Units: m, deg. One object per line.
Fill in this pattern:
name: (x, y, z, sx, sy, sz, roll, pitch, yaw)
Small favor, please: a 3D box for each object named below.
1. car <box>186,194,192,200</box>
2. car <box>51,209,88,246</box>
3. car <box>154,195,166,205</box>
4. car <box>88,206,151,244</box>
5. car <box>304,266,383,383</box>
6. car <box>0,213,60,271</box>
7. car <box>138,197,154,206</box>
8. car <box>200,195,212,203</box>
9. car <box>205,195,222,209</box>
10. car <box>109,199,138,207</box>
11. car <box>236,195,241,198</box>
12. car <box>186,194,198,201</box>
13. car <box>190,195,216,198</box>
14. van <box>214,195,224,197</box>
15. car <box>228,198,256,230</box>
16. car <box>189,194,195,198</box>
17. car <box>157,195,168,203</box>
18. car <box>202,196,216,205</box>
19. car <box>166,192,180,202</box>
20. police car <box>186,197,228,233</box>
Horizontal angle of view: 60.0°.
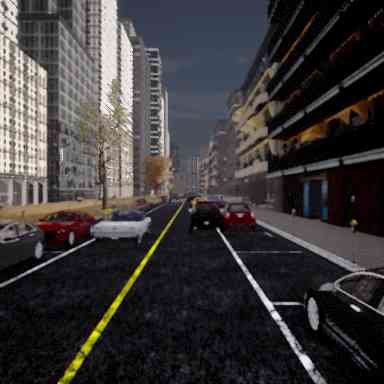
car: (-0.003, 1.260, 53.561, 1.882, 1.535, 5.008, 0, 0, 0)
car: (-5.691, 1.477, 14.914, 1.887, 1.381, 4.507, 0, 0, 0)
car: (-5.695, 1.308, 53.473, 1.752, 1.417, 4.829, 0, 0, 0)
car: (-3.101, 1.530, 15.592, 1.895, 1.301, 4.718, 0, 0, 0)
car: (2.690, 1.533, 3.851, 2.008, 1.369, 4.403, 0, 0, 0)
car: (-5.691, 1.507, 9.382, 2.008, 1.369, 4.403, 0, 0, 0)
car: (-5.693, 1.426, 37.046, 1.802, 1.307, 4.206, 0, 0, 0)
car: (2.684, 1.295, 64.709, 2.008, 1.369, 4.403, 0, 0, 0)
car: (2.686, 1.263, 42.578, 1.967, 1.590, 4.097, 0, 0, 0)
car: (-5.692, 1.412, 25.810, 1.752, 1.417, 4.829, 0, 0, 0)
car: (13.419, 1.025, 84.115, 4.403, 1.369, 2.008, -1, 1, -1)
car: (0.026, 1.135, 70.235, 1.895, 1.301, 4.718, 0, 0, 8)
car: (0.898, 1.329, 29.306, 1.801, 1.575, 5.366, 0, 0, 0)
van: (2.687, 1.185, 37.045, 1.690, 1.788, 3.998, 0, 0, 0)
car: (2.689, 1.349, 20.447, 1.967, 1.590, 4.097, 0, 0, 0)
car: (0.897, 1.330, 35.117, 1.882, 1.535, 5.008, 0, 0, 0)
car: (-5.696, 1.288, 64.709, 1.887, 1.381, 4.507, 0, 0, 0)
car: (2.686, 1.333, 53.643, 2.008, 1.369, 4.403, 0, 0, 0)
car: (-3.004, 0.988, 56.860, 1.837, 1.490, 4.892, 0, 0, 0)
police car: (0.807, 1.339, 19.251, 1.930, 1.638, 5.238, 0, 0, 2)
